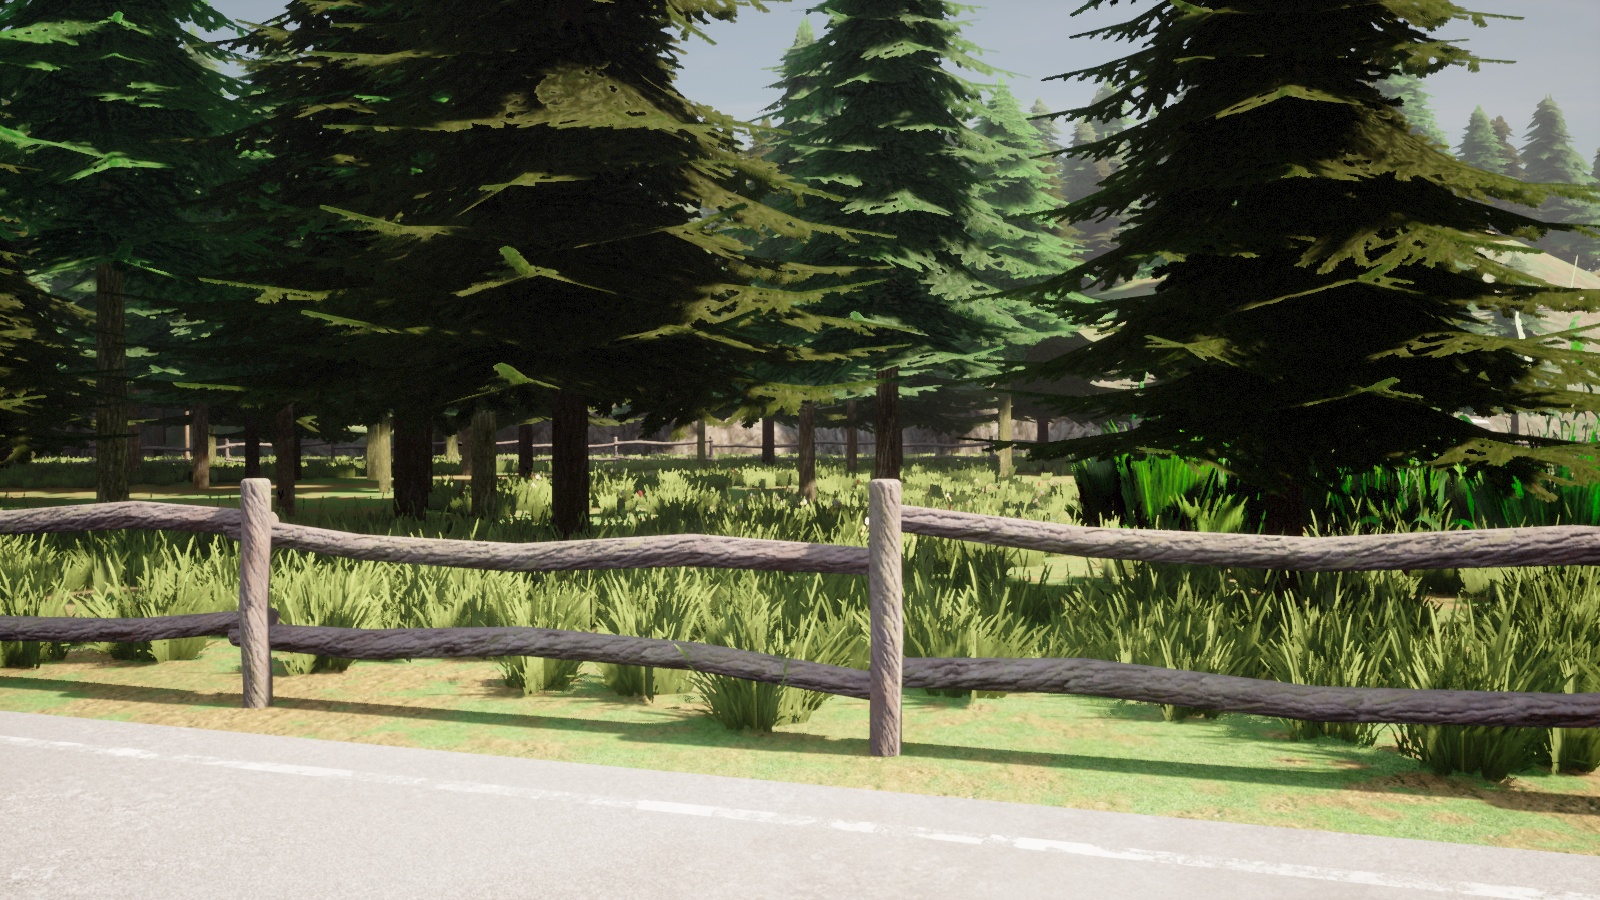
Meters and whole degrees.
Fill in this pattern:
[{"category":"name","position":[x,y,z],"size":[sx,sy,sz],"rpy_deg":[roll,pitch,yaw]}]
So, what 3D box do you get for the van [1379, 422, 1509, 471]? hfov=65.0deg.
[{"category":"van","position":[27.404,-0.170,53.559],"size":[4.480,2.038,2.069],"rpy_deg":[0,1,9]}]
